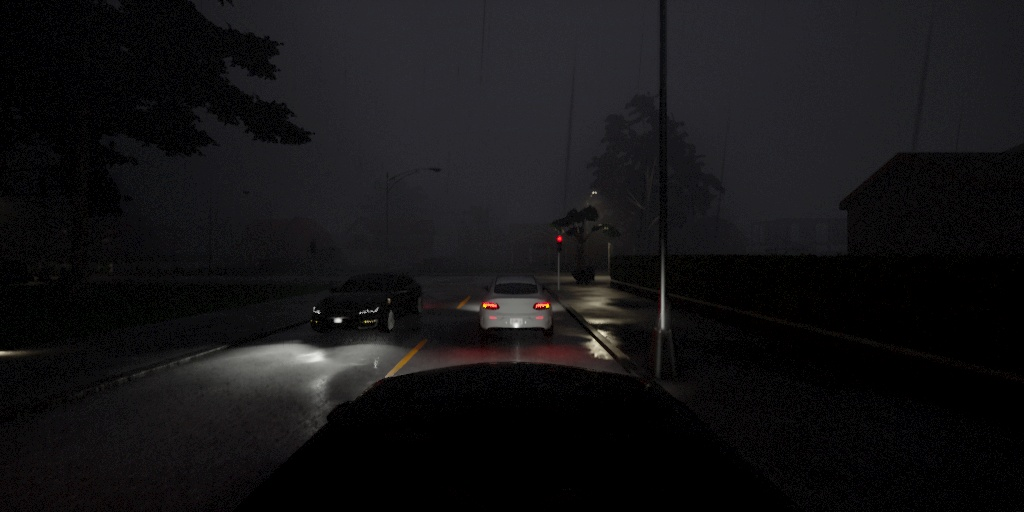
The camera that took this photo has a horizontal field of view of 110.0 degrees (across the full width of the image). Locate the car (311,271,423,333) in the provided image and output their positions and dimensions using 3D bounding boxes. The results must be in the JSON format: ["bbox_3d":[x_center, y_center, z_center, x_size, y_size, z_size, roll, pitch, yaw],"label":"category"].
[{"bbox_3d":[-4.031,1.247,10.776,1.837,1.490,4.892,0,0,0],"label":"car"}]

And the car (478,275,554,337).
[{"bbox_3d":[0.098,1.269,10.193,1.812,1.442,4.674,0,0,0],"label":"car"}]
